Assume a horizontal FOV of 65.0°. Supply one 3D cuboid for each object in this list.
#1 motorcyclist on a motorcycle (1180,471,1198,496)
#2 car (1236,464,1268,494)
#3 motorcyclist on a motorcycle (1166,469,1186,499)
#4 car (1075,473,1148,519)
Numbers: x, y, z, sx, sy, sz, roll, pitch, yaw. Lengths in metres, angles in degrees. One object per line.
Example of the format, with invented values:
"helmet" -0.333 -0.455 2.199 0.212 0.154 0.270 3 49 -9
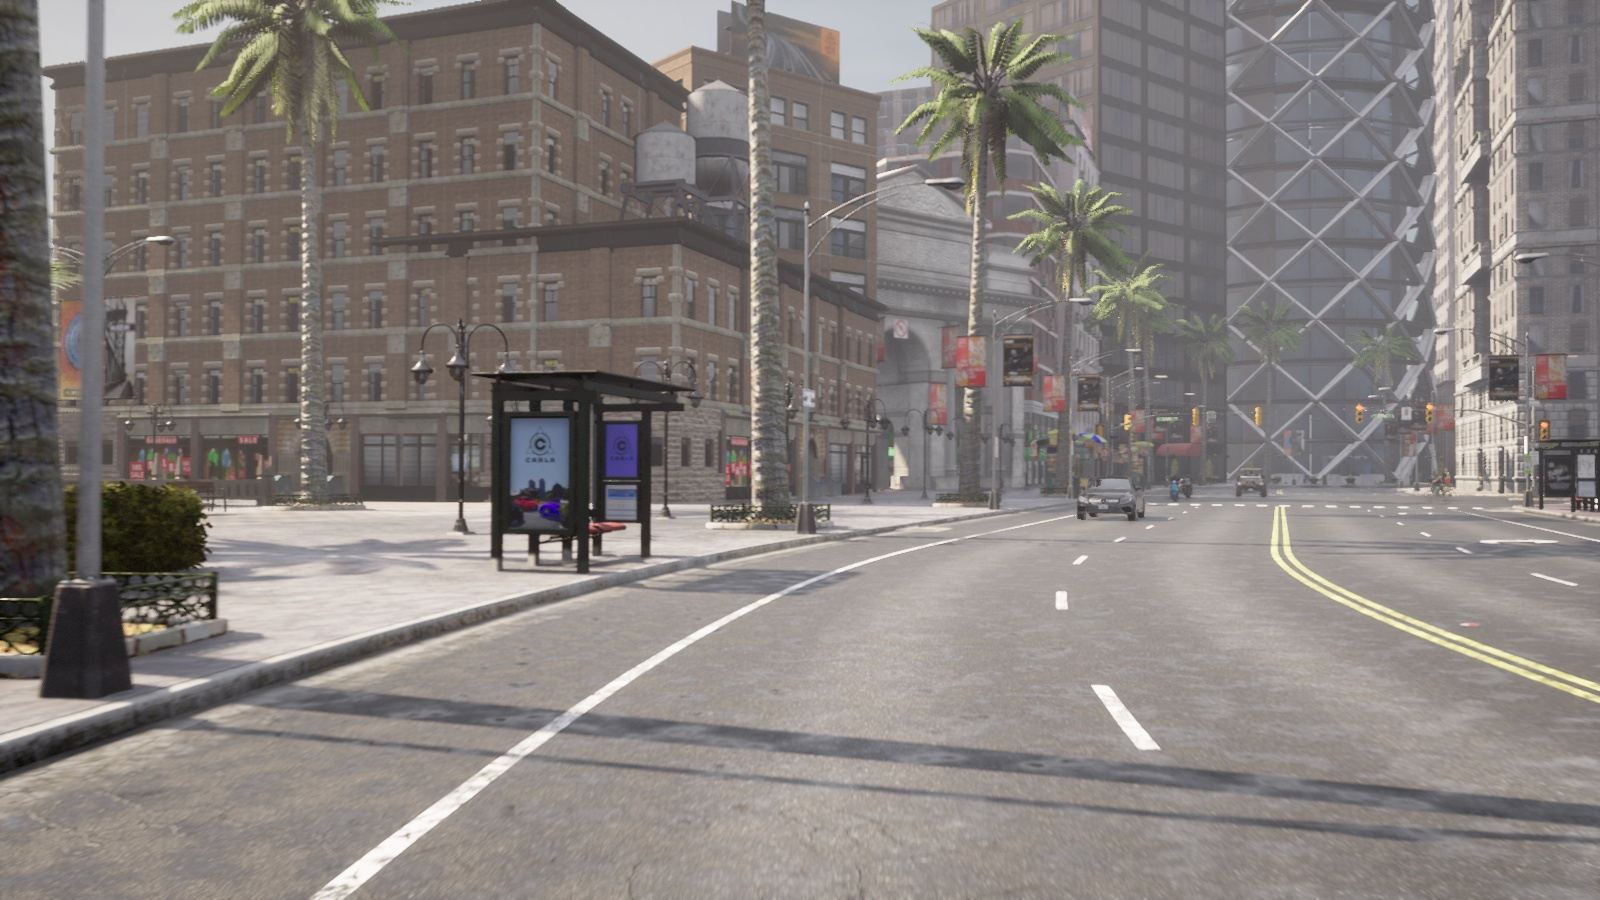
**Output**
"motorcyclist on a motorcycle" 23.792 2.050 76.815 0.866 1.530 2.191 -1 -1 21
"car" 29.678 1.884 82.406 1.905 1.878 3.866 -1 -1 21
"motorcyclist on a motorcycle" 20.119 1.821 67.224 0.866 1.590 1.817 -1 -1 21
"car" 10.466 1.506 42.013 1.812 1.442 4.674 -1 -1 21
